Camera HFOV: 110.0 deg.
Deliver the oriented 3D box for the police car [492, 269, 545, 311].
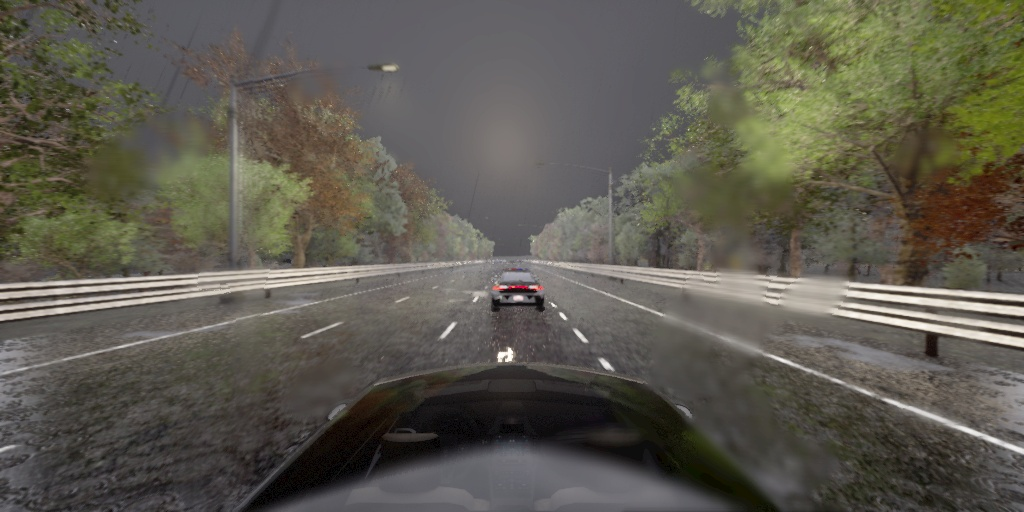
[{"bbox_3d":[0.187,1.305,14.950,2.038,1.542,4.974,0,0,-1],"label":"police car"}]
